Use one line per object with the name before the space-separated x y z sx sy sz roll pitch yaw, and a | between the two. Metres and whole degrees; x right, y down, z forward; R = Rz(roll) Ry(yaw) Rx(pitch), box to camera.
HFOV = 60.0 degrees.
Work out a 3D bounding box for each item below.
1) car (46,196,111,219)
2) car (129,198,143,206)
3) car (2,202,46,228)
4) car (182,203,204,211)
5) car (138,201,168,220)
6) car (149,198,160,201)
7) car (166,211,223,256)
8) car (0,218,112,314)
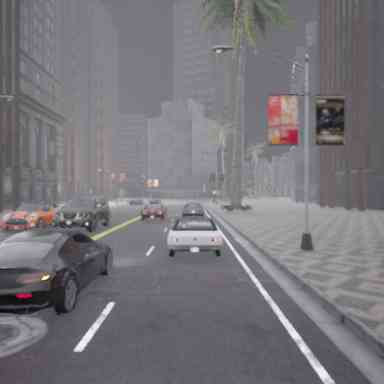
car | -6.595 1.285 20.576 2.150 2.045 5.566 0 0 0
car | -9.793 1.759 58.872 2.033 1.411 5.357 0 0 1
car | -9.846 1.417 20.891 2.097 1.767 4.553 0 0 0
car | 0.105 1.663 30.711 1.994 1.385 4.181 0 0 0
car | -3.145 1.693 28.639 1.895 1.301 4.718 0 0 0
car | -6.556 1.757 58.498 2.033 1.411 5.357 0 0 1
car | 0.102 1.641 13.320 1.895 1.301 4.718 0 0 0
car | -3.154 1.548 7.511 1.812 1.442 4.674 0 0 0
